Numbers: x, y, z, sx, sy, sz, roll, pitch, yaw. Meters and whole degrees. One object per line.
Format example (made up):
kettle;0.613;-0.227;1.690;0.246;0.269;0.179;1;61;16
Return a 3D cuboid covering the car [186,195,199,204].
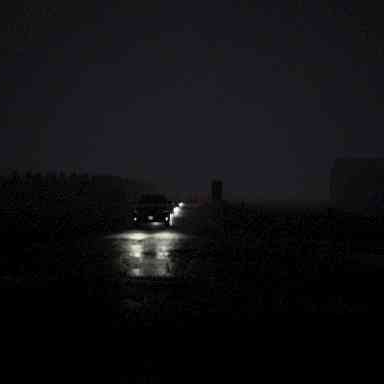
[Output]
car;0.131;1.224;54.748;2.128;1.511;4.902;0;0;0

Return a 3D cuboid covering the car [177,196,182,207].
car;-2.813;1.366;46.027;1.895;1.301;4.718;0;0;0

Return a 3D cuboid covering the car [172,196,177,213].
car;-2.833;1.379;33.743;1.994;1.385;4.181;0;0;-1

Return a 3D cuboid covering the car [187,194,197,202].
car;0.044;1.236;67.450;2.033;1.411;5.357;0;0;0

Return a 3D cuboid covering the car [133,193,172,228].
car;-2.534;1.097;21.640;2.150;2.045;5.566;0;0;-4
